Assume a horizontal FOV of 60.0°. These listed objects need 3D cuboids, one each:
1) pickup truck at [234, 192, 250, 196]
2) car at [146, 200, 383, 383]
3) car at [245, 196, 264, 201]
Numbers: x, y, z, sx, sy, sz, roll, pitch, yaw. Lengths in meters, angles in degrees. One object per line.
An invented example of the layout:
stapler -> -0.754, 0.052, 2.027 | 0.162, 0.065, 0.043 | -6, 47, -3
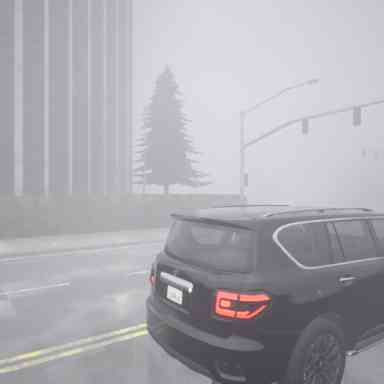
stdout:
pickup truck -> 10.198, 1.059, 68.782 | 2.390, 2.098, 6.274 | 0, 0, -5
car -> 2.014, 1.221, 5.179 | 5.566, 2.045, 2.150 | 0, 0, -35
car -> 8.397, 1.564, 43.106 | 1.994, 1.385, 4.181 | 0, 0, -36
